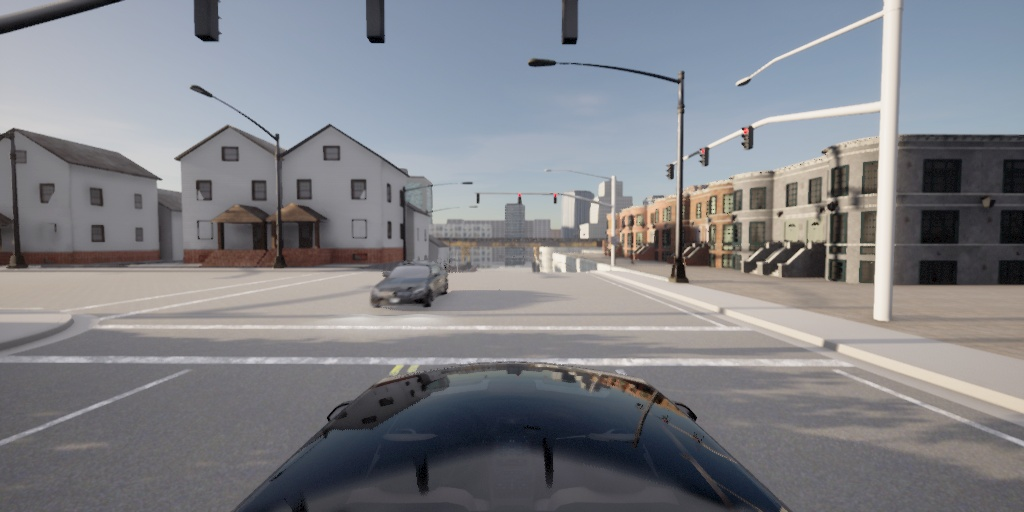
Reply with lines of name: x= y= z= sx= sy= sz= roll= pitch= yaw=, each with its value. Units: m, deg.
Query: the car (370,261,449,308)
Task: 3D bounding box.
car: x=-3.492 y=0.951 z=13.002 sx=1.812 sy=1.442 sz=4.674 roll=0 pitch=3 yaw=0
